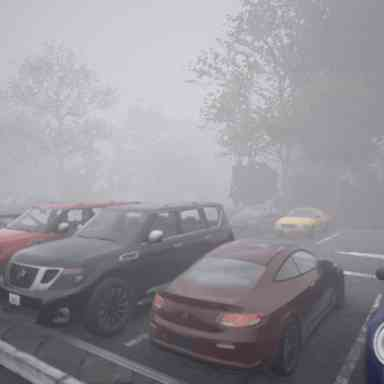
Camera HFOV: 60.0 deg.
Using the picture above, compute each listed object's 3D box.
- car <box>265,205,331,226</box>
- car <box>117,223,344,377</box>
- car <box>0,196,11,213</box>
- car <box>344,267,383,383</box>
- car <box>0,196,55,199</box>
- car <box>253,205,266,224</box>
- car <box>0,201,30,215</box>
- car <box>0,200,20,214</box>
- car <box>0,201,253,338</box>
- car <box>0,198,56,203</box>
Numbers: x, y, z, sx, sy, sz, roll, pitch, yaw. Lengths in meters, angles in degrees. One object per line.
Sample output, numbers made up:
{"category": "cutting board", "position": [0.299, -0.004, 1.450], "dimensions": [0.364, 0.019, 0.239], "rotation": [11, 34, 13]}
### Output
{"category": "car", "position": [6.098, 1.516, 18.023], "dimensions": [1.946, 1.575, 5.366], "rotation": [0, 0, 35]}
{"category": "car", "position": [1.234, 1.536, 5.656], "dimensions": [2.002, 1.452, 4.674], "rotation": [0, 0, 35]}
{"category": "car", "position": [-25.610, 1.544, 40.761], "dimensions": [2.435, 2.045, 5.566], "rotation": [-1, 0, 35]}
{"category": "car", "position": [3.537, 1.351, 4.060], "dimensions": [2.185, 1.767, 4.553], "rotation": [0, 0, 35]}
{"category": "car", "position": [-16.631, 1.459, 34.377], "dimensions": [2.435, 2.045, 5.566], "rotation": [0, 0, 35]}
{"category": "car", "position": [3.946, 1.539, 19.787], "dimensions": [2.231, 1.521, 4.892], "rotation": [0, 0, 35]}
{"category": "car", "position": [-21.153, 1.790, 37.624], "dimensions": [2.002, 1.452, 4.674], "rotation": [-1, 0, 35]}
{"category": "car", "position": [-23.324, 1.772, 39.164], "dimensions": [2.097, 1.535, 5.008], "rotation": [-1, 0, 35]}
{"category": "car", "position": [-1.068, 1.263, 7.261], "dimensions": [2.435, 2.045, 5.566], "rotation": [0, 0, 35]}
{"category": "car", "position": [-3.352, 1.282, 8.886], "dimensions": [2.435, 2.045, 5.566], "rotation": [0, 0, 35]}
